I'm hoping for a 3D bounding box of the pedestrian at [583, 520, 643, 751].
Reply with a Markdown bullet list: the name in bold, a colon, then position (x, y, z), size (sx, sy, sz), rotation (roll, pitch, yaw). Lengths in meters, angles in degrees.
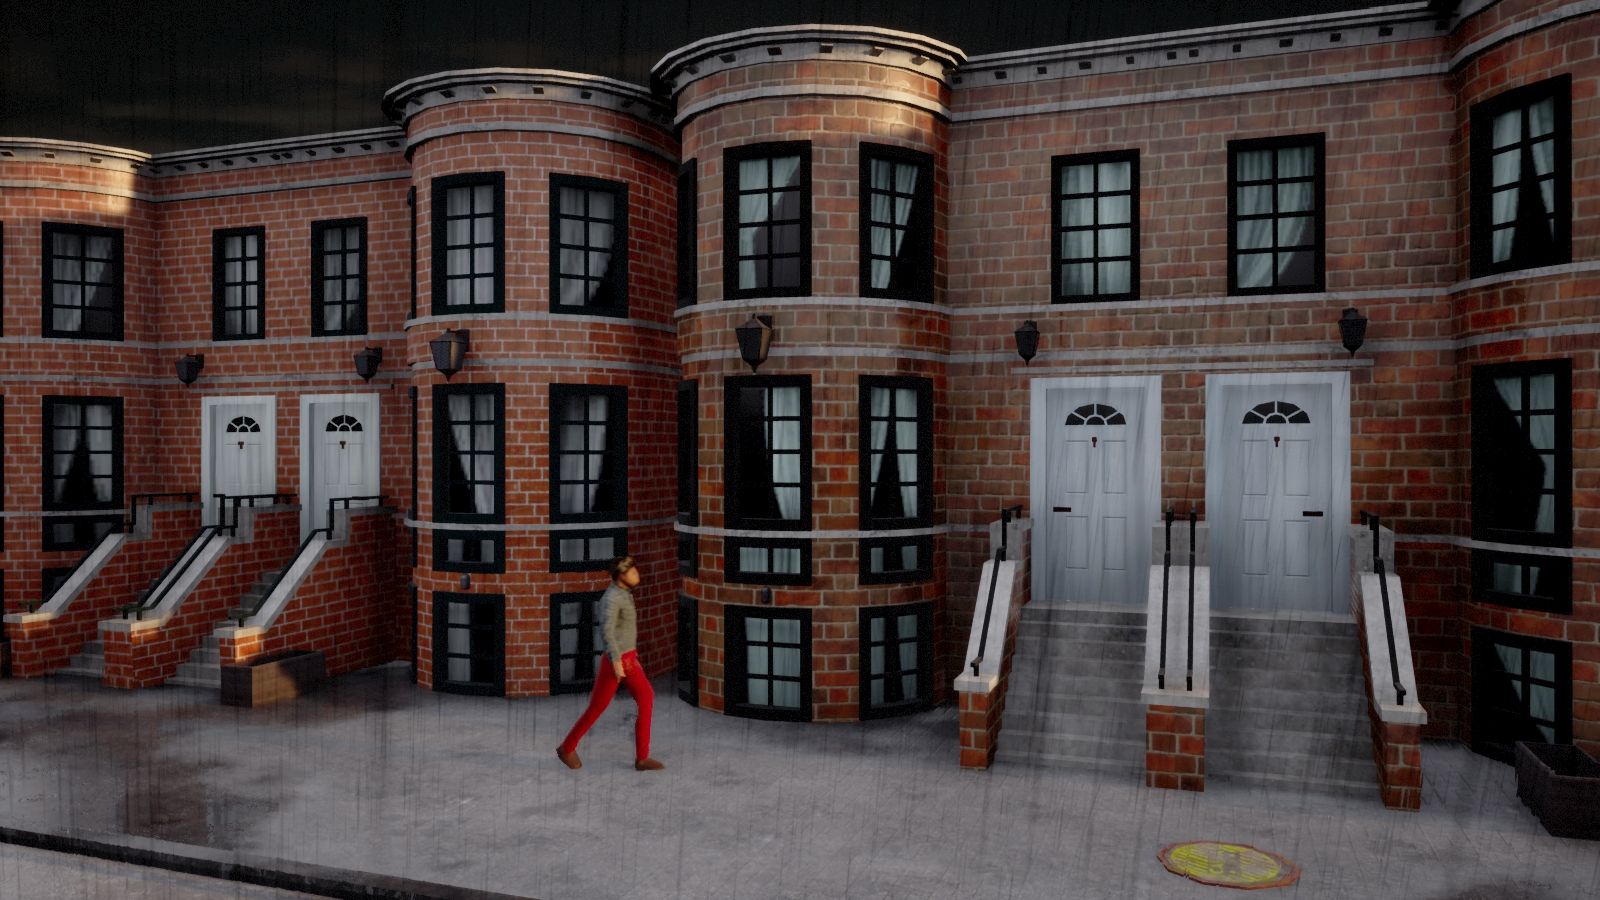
- **pedestrian**: position (-1.558, 1.527, 9.542), size (0.375, 1.860, 0.375), rotation (0, 0, 13)
